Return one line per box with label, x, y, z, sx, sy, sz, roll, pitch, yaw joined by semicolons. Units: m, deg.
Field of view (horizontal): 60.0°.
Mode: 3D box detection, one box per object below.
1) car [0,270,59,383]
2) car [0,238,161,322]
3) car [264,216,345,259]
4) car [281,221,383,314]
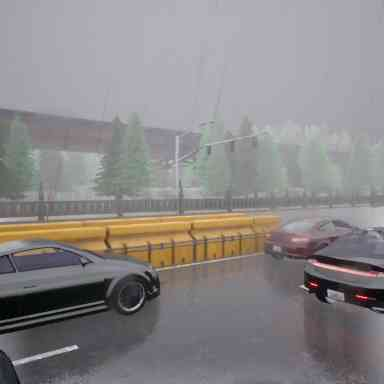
car;-3.027;1.564;1.581;4.181;1.385;1.994;0;0;-36
car;-2.683;1.564;6.125;4.181;1.385;1.994;0;0;-36
car;4.422;1.526;11.234;4.674;1.442;1.812;0;0;-35
car;4.360;1.492;6.902;4.902;1.511;2.128;0;0;-35
